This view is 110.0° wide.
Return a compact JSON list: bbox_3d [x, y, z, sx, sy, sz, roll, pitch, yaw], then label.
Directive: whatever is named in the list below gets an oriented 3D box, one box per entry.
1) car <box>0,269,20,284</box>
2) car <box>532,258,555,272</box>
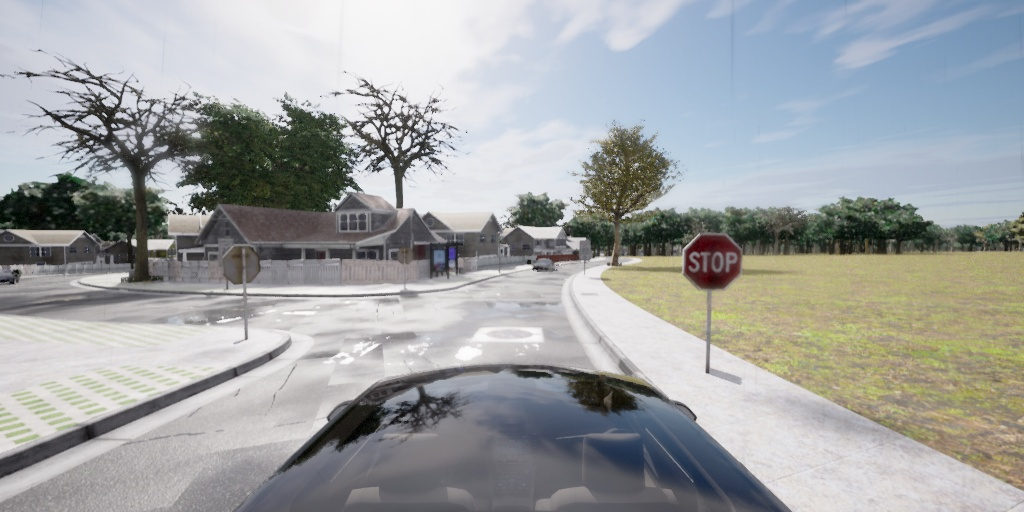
[{"bbox_3d":[-45.472,1.861,31.726,4.181,1.385,1.994,-1,1,42],"label":"car"},{"bbox_3d":[3.701,1.049,41.500,1.837,1.490,4.892,0,1,18],"label":"car"}]
